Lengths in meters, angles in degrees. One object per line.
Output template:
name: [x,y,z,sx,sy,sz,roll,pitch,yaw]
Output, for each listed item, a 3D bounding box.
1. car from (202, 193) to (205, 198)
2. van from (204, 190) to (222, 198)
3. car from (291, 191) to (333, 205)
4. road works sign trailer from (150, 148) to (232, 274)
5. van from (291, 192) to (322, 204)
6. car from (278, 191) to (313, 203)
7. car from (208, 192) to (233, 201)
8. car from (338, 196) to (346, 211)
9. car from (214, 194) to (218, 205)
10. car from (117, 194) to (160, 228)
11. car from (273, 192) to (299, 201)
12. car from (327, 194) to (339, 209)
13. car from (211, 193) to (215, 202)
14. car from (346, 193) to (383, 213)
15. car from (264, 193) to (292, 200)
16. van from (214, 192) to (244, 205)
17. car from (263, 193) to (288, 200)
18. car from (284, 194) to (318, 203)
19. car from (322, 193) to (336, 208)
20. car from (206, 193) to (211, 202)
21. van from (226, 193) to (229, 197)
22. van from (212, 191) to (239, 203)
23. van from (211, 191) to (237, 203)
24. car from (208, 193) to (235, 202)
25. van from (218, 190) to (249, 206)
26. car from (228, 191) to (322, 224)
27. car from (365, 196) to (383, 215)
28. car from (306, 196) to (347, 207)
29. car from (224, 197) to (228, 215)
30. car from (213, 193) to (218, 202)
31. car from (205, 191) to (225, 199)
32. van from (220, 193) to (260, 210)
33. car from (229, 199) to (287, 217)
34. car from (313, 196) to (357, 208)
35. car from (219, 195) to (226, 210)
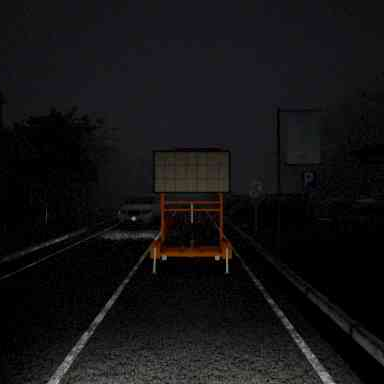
car: [5.462,0.694,70.921,5.566,2.045,2.435,0,1,0]
van: [5.319,0.540,84.936,4.442,1.987,1.878,0,1,0]
car: [18.673,0.940,51.943,5.566,2.045,2.435,0,1,0]
road works sign trailer: [0.000,0.435,10.484,2.380,3.560,2.880,0,0,1]
van: [18.750,0.930,54.719,4.442,1.987,1.878,0,1,0]
car: [18.641,0.833,60.269,5.566,2.045,2.435,0,1,0]
car: [5.544,0.892,65.317,4.553,1.767,2.185,0,1,0]
car: [18.703,1.334,35.284,4.892,1.521,2.231,0,0,0]
car: [5.629,1.312,42.887,4.792,1.488,2.163,0,0,0]
car: [-3.305,1.136,21.591,2.150,2.045,5.566,0,0,0]
car: [18.621,0.887,65.823,4.553,1.767,2.185,0,1,0]
car: [18.693,1.316,38.062,5.008,1.535,2.097,0,0,0]
car: [5.584,1.228,48.497,4.892,1.521,2.231,0,1,0]
car: [18.691,1.095,32.508,5.566,2.045,2.435,0,0,0]
car: [18.383,0.938,71.373,5.366,1.575,1.946,0,1,0]
van: [5.684,0.972,51.303,4.442,1.987,1.878,0,1,0]
car: [18.564,0.907,74.150,4.892,1.521,2.231,0,1,0]
car: [18.809,1.117,57.497,5.366,1.575,1.946,0,1,0]
car: [18.872,1.294,40.840,5.366,1.575,1.946,0,0,0]
car: [5.528,0.911,54.102,5.566,2.045,2.435,0,1,0]
van: [5.761,1.124,31.671,4.442,1.987,1.878,0,0,0]
van: [5.662,0.900,56.907,4.442,1.987,1.878,0,1,0]
van: [5.651,0.864,59.710,4.442,1.987,1.878,0,1,0]
car: [5.517,1.055,62.516,4.892,1.521,2.231,0,1,0]
van: [5.505,1.094,37.280,4.442,1.987,1.878,0,0,0]
car: [5.648,1.140,23.260,5.566,2.045,2.435,0,0,0]
car: [18.736,1.360,29.734,5.008,1.535,2.097,0,0,0]
car: [18.695,1.280,46.394,4.792,1.488,2.163,0,1,0]
car: [5.480,1.375,26.065,5.366,1.575,1.946,0,0,0]
car: [5.586,1.297,45.695,4.674,1.452,2.002,0,1,0]
car: [5.426,0.712,79.332,4.553,1.767,2.185,0,1,0]
van: [5.727,1.075,40.083,4.442,1.987,1.878,0,0,0]
car: [5.657,1.404,28.869,4.674,1.452,2.002,0,0,0]
car: [18.647,1.308,43.611,4.792,1.488,2.163,0,1,0]
car: [5.627,1.335,34.475,5.008,1.535,2.097,0,0,0]
